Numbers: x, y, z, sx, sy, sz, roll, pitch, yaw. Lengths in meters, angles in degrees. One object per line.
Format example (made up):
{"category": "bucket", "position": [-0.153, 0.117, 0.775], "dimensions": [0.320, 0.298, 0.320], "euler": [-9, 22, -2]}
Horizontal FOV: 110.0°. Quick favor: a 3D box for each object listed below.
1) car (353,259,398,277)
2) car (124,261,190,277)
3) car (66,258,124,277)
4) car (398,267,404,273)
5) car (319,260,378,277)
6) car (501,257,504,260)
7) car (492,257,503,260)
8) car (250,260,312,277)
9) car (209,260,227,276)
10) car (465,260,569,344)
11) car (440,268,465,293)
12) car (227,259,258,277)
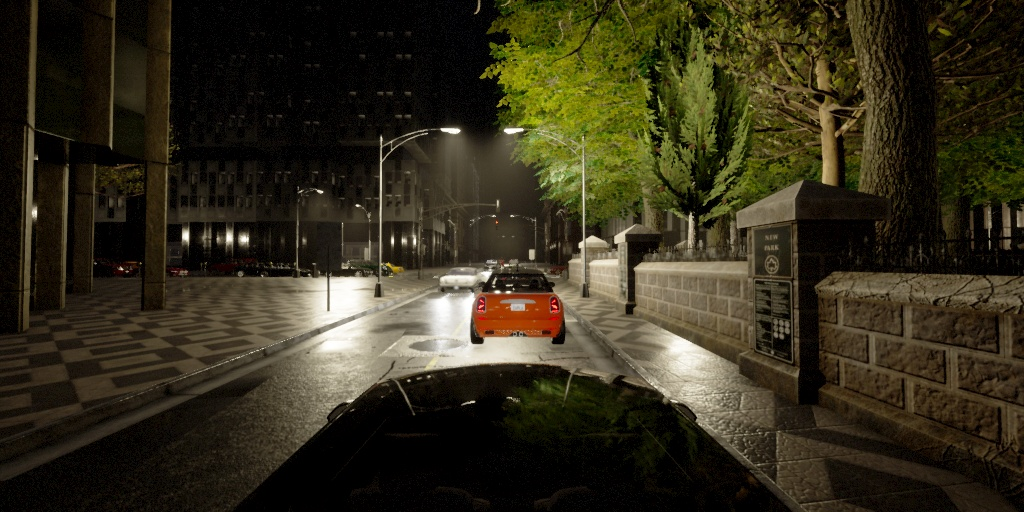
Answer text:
{"category": "car", "position": [-13.728, 1.125, 34.176], "dimensions": [4.553, 1.767, 2.097], "euler": [0, -1, 0]}
{"category": "car", "position": [-31.036, 1.320, 31.674], "dimensions": [4.207, 1.307, 1.802], "euler": [0, 0, 1]}
{"category": "car", "position": [-36.549, 1.061, 31.731], "dimensions": [5.009, 1.841, 2.192], "euler": [0, 0, 1]}
{"category": "car", "position": [-14.589, 1.425, 40.028], "dimensions": [4.829, 1.417, 1.751], "euler": [0, 0, 1]}
{"category": "car", "position": [-14.498, 1.267, 31.504], "dimensions": [4.403, 1.370, 2.007], "euler": [0, 0, 1]}
{"category": "car", "position": [-2.793, 1.369, 61.162], "dimensions": [1.837, 1.490, 4.892], "euler": [0, 0, 1]}
{"category": "car", "position": [-2.860, 1.325, 50.787], "dimensions": [2.128, 1.511, 4.902], "euler": [0, 0, 0]}
{"category": "car", "position": [-20.011, 1.289, 31.561], "dimensions": [4.313, 1.339, 1.948], "euler": [0, 0, 1]}
{"category": "car", "position": [-30.956, 1.237, 40.197], "dimensions": [5.009, 1.841, 2.192], "euler": [0, 0, 1]}
{"category": "car", "position": [0.132, 1.107, 9.723], "dimensions": [2.097, 1.767, 4.553], "euler": [0, 0, 0]}
{"category": "car", "position": [-2.911, 1.369, 21.059], "dimensions": [1.895, 1.301, 4.718], "euler": [0, 0, 0]}
{"category": "car", "position": [-23.873, 1.291, 34.279], "dimensions": [4.892, 1.490, 1.837], "euler": [0, -1, 0]}
